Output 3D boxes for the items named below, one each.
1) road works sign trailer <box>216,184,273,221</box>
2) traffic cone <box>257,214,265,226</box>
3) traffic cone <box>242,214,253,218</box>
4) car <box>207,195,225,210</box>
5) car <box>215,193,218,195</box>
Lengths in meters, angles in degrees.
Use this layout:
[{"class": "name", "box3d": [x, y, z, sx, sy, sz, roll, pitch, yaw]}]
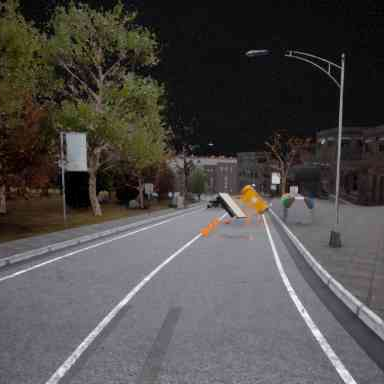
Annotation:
[{"class": "road works sign trailer", "box3d": [3.297, 1.093, 23.644, 3.560, 2.880, 2.380, 4, 42, -51]}, {"class": "traffic cone", "box3d": [4.670, 1.946, 21.984, 0.340, 0.580, 0.340, 1, 0, 20]}, {"class": "traffic cone", "box3d": [3.680, 1.927, 22.008, 0.340, 0.580, 0.340, 2, 2, 7]}, {"class": "car", "box3d": [2.979, 1.412, 40.436, 1.994, 1.385, 4.181, 1, 0, 10]}, {"class": "car", "box3d": [6.249, 1.108, 77.083, 2.097, 1.767, 4.553, 0, 0, -2]}]
